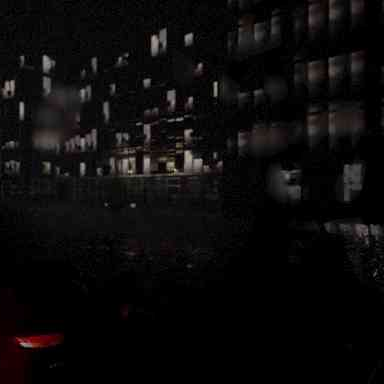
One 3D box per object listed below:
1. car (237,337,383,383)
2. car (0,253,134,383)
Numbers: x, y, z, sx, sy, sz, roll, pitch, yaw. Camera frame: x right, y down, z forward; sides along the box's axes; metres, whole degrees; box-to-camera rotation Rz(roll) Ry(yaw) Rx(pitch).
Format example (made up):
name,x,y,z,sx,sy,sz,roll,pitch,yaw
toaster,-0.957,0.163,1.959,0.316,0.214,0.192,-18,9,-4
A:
name,x,y,z,sx,sy,sz,roll,pitch,yaw
car,1.936,1.444,1.494,4.097,1.590,1.967,0,0,35
car,-2.650,1.562,4.763,4.206,1.307,1.802,0,0,36
